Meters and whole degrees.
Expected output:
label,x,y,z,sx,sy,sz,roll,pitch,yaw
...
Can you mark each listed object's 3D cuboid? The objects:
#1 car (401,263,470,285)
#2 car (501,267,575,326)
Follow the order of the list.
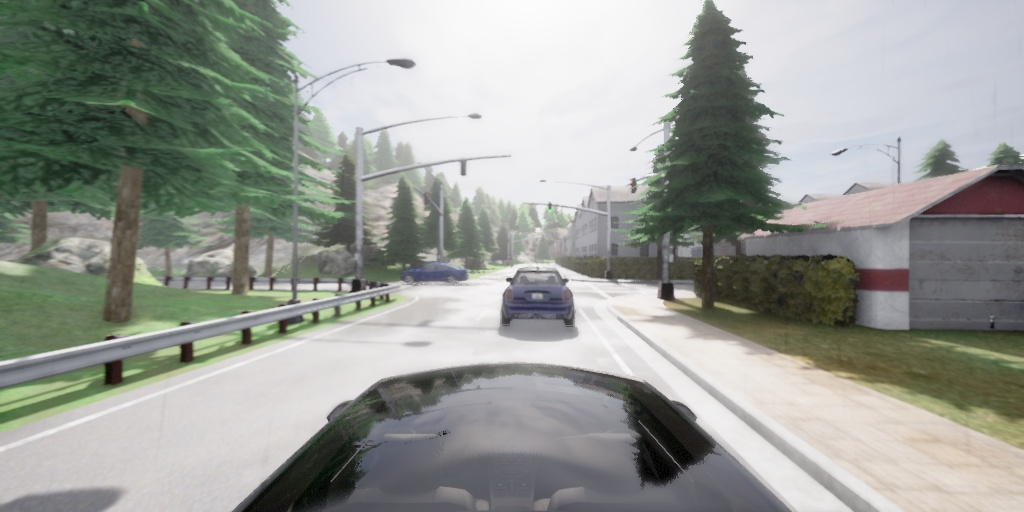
label,x,y,z,sx,sy,sz,roll,pitch,yaw
car,-5.648,1.287,26.398,5.008,1.535,1.882,0,0,4
car,0.851,1.144,12.011,2.097,1.767,4.553,0,0,4
